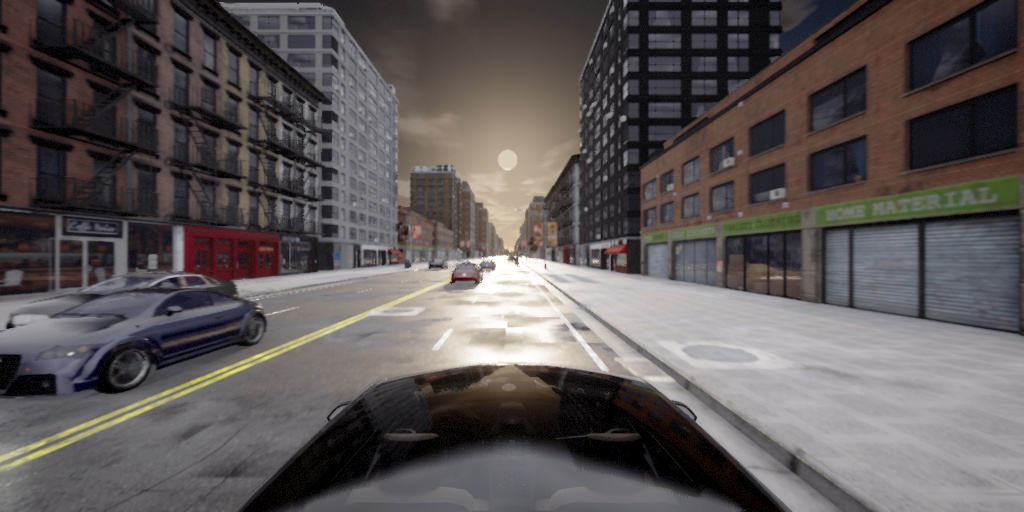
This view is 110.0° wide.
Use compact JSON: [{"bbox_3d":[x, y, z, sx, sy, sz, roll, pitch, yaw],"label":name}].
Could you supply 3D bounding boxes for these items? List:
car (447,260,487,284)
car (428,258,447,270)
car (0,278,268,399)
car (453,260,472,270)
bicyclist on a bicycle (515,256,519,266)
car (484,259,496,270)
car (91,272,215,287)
[{"bbox_3d":[-3.192,1.214,26.095,1.994,1.385,4.181,0,0,0],"label":"car"},{"bbox_3d":[-9.851,1.038,47.877,1.882,1.535,5.008,0,0,0],"label":"car"},{"bbox_3d":[-6.598,1.294,6.501,1.994,1.385,4.181,0,0,0],"label":"car"},{"bbox_3d":[-6.602,1.160,48.141,1.895,1.301,4.718,0,0,0],"label":"car"},{"bbox_3d":[0.865,0.878,61.101,0.659,1.776,1.843,0,0,0],"label":"bicyclist on a bicycle"},{"bbox_3d":[-3.176,1.126,47.593,1.994,1.385,4.181,0,0,0],"label":"car"},{"bbox_3d":[-9.844,1.209,9.708,2.128,1.511,4.902,0,0,0],"label":"car"}]
